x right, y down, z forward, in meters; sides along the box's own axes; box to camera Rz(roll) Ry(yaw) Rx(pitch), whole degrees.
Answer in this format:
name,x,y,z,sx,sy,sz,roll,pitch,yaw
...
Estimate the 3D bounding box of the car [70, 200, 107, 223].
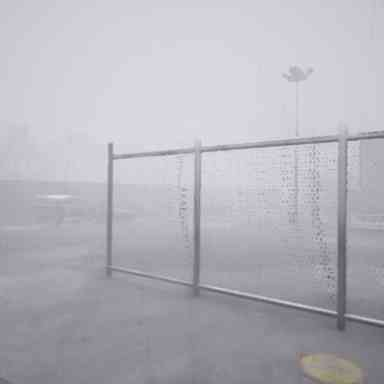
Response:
name,x,y,z,sx,sy,sz,roll,pitch,yaw
car,-7.116,1.590,26.806,5.357,1.415,2.033,0,-1,36
